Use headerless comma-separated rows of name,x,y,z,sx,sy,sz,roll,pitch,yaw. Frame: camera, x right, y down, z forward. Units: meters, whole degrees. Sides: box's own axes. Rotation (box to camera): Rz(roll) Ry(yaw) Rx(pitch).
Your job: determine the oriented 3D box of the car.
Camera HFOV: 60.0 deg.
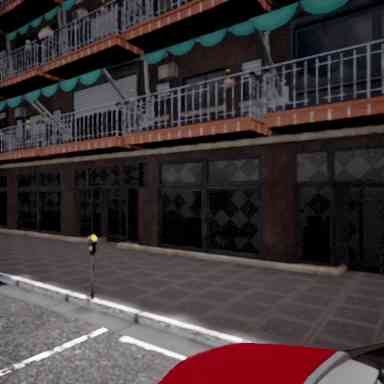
car,1.530,1.577,1.797,4.206,1.307,1.802,0,0,35
